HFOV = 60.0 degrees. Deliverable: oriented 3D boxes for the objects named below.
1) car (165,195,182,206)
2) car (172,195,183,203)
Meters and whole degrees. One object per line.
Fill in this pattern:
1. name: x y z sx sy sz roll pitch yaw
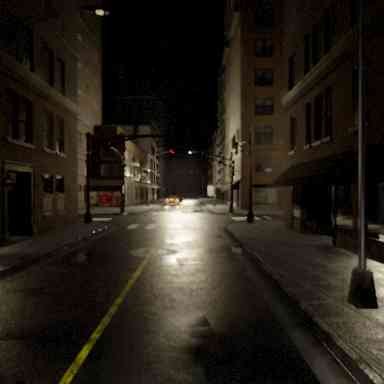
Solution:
1. car: -3.065 1.253 52.669 2.097 1.767 4.553 0 0 0
2. car: -3.002 1.406 68.069 2.033 1.411 5.357 0 0 0
